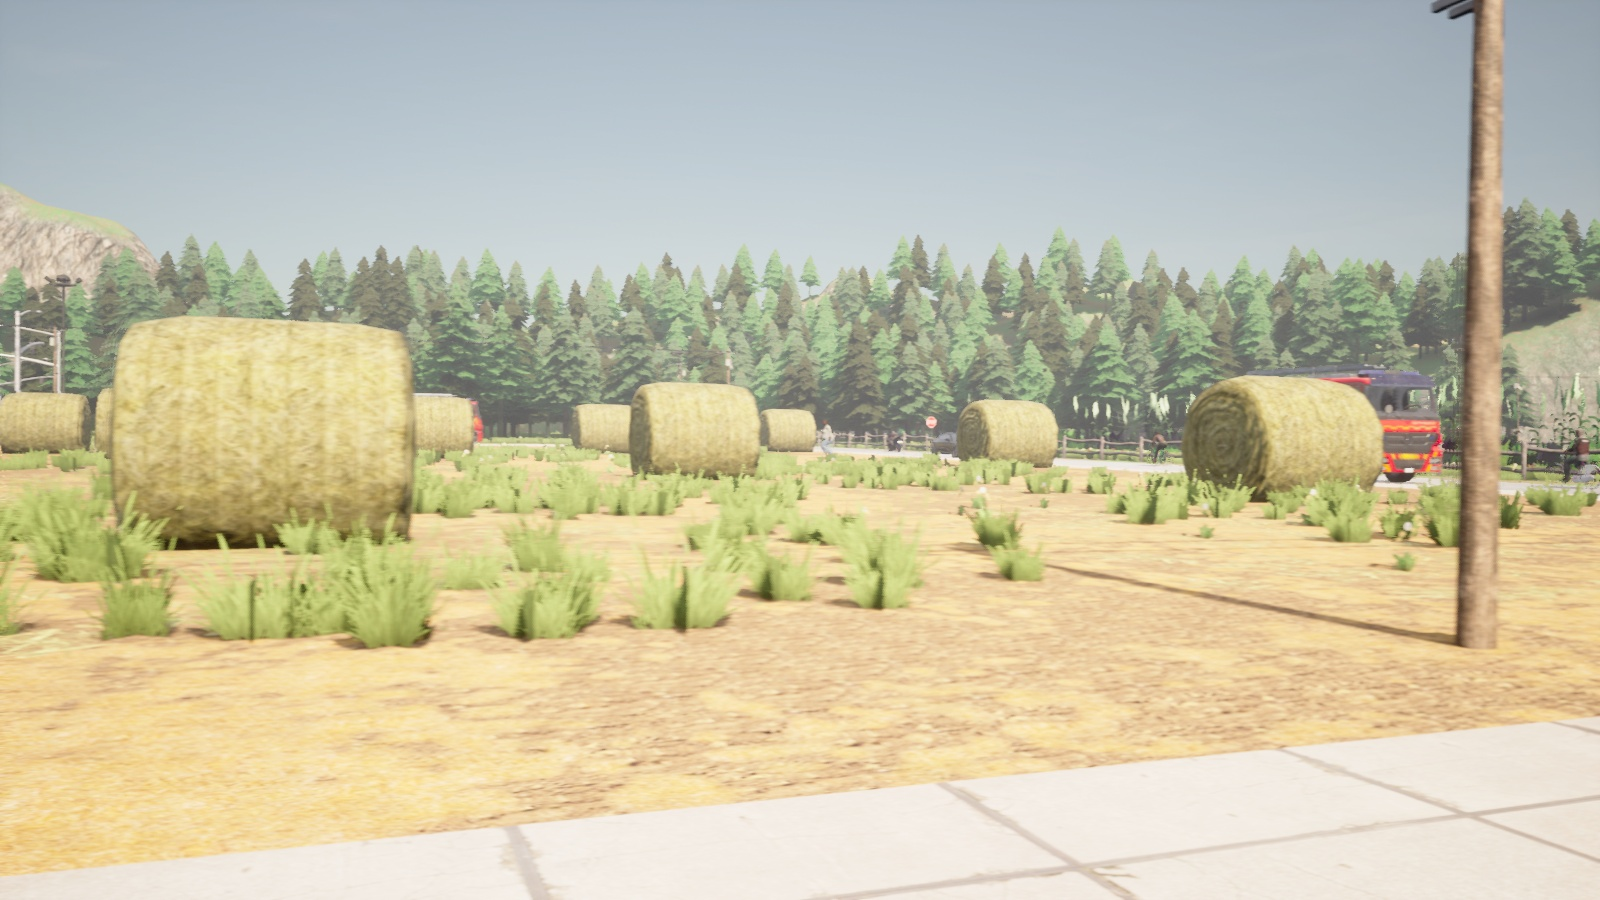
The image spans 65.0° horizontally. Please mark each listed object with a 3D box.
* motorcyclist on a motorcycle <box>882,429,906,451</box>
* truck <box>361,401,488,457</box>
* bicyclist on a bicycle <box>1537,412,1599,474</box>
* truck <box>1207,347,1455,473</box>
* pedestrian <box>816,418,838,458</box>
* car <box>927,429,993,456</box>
[{"bbox_3d":[6.590,-0.706,88.035,0.866,1.530,2.191,-1,1,-18],"label":"motorcyclist on a motorcycle"},{"bbox_3d":[-26.776,-1.534,89.528,8.468,3.827,2.891,-1,1,-21],"label":"truck"},{"bbox_3d":[22.931,-0.220,37.257,0.659,1.776,1.843,-1,1,-18],"label":"bicyclist on a bicycle"},{"bbox_3d":[17.582,-1.282,42.404,2.891,3.827,8.468,-1,1,-18],"label":"truck"},{"bbox_3d":[1.267,-0.568,58.954,0.900,1.855,0.874,-1,1,-8],"label":"pedestrian"},{"bbox_3d":[8.816,-0.441,69.700,1.812,1.442,4.674,-1,1,-18],"label":"car"}]
